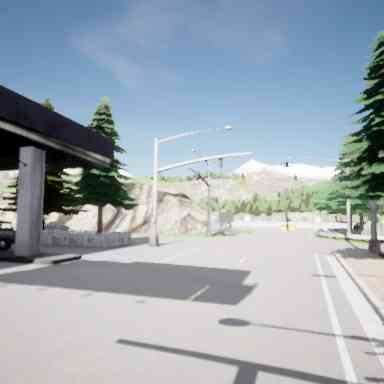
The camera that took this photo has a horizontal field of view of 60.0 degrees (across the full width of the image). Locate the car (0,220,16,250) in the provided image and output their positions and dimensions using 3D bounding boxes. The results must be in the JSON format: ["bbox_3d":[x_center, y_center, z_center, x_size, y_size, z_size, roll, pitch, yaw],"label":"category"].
[{"bbox_3d":[-12.645,2.786,21.929,3.866,1.878,1.905,-1,-4,18],"label":"car"}]

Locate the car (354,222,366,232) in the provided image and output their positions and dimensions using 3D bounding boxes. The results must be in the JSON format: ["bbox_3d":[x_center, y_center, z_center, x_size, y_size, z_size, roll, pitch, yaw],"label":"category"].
[{"bbox_3d":[29.074,5.692,54.603,4.553,1.767,2.097,-1,-4,19],"label":"car"}]

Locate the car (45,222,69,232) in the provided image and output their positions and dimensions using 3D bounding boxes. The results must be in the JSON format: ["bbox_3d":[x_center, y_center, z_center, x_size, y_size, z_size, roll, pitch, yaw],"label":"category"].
[{"bbox_3d":[-16.424,4.145,38.609,4.181,1.385,1.994,0,-4,20],"label":"car"}]
